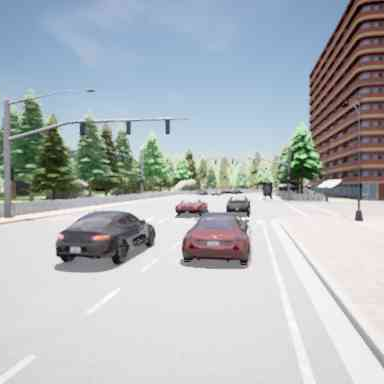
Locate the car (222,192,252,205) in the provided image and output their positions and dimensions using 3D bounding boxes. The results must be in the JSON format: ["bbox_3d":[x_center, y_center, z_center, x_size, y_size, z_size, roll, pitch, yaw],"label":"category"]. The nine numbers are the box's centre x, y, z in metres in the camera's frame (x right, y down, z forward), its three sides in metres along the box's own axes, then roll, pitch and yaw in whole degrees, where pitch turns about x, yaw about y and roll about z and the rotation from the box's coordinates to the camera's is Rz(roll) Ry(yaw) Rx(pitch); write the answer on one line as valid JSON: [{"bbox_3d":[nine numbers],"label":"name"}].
[{"bbox_3d":[3.793,1.041,26.879,2.128,1.511,4.902,0,1,11],"label":"car"}]

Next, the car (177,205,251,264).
[{"bbox_3d":[0.957,1.363,11.160,1.994,1.385,4.181,0,1,11],"label":"car"}]

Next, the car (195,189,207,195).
[{"bbox_3d":[2.245,-0.010,77.014,2.097,1.767,4.553,0,1,15],"label":"car"}]

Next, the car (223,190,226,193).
[{"bbox_3d":[8.969,-0.025,91.390,1.895,1.301,4.718,1,1,33],"label":"car"}]

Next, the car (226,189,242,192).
[{"bbox_3d":[11.754,-0.031,89.253,1.994,1.385,4.181,1,1,33],"label":"car"}]

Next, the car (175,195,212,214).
[{"bbox_3d":[0.080,1.141,26.062,1.895,1.301,4.718,0,1,11],"label":"car"}]

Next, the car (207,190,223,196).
[{"bbox_3d":[5.282,0.271,74.668,1.895,1.301,4.718,0,1,12],"label":"car"}]

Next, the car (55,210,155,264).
[{"bbox_3d":[-2.634,1.329,10.986,1.812,1.442,4.674,0,1,11],"label":"car"}]
